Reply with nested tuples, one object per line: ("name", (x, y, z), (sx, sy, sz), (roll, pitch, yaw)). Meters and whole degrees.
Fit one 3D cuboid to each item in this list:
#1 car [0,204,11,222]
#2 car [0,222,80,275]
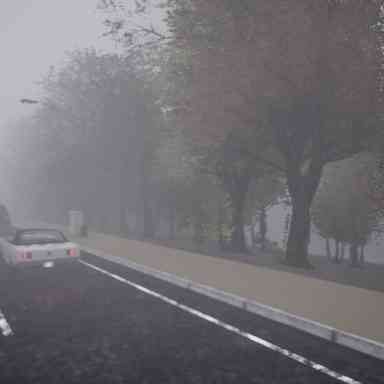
("car", (-14.267, 1.873, 23.444), (2.150, 2.045, 5.566), (2, -2, -36))
("car", (-5.615, 1.942, 11.817), (1.895, 1.301, 4.718), (2, -2, -36))
